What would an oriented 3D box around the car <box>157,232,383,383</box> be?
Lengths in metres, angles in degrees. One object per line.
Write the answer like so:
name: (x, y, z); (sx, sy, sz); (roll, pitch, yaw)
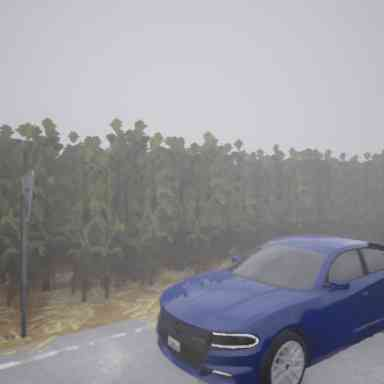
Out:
car: (1.829, 1.471, 5.274); (5.008, 1.535, 1.882); (0, 0, -35)
